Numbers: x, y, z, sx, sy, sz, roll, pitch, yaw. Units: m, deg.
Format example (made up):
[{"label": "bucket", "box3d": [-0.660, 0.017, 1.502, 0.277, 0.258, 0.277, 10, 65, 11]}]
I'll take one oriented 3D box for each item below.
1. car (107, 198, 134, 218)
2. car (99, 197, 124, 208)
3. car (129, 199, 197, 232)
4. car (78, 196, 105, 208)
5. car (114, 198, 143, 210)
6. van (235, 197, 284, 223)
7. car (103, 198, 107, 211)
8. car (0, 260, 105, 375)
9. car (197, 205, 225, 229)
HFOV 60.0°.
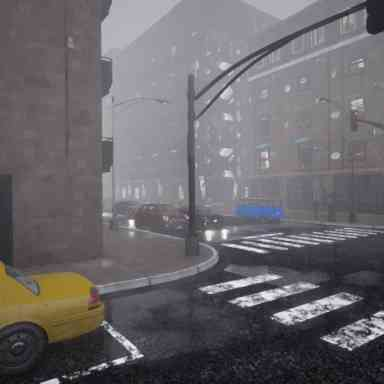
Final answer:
[{"label": "car", "box3d": [-5.604, 1.493, 29.650, 1.812, 1.442, 4.674, -1, 0, -36]}, {"label": "car", "box3d": [-11.626, 1.463, 47.852, 1.887, 1.381, 4.507, -1, 0, -36]}, {"label": "car", "box3d": [-1.834, 1.440, 20.021, 1.967, 1.590, 4.097, 0, 0, -36]}, {"label": "car", "box3d": [-14.270, 1.429, 46.997, 2.128, 1.511, 4.902, -1, 0, -36]}, {"label": "car", "box3d": [-8.308, 1.463, 43.265, 1.887, 1.381, 4.507, -1, 0, -36]}, {"label": "van", "box3d": [4.967, 1.280, 24.917, 1.690, 1.788, 3.998, 0, 0, -36]}, {"label": "car", "box3d": [-11.544, 1.452, 37.874, 2.128, 1.511, 4.902, -1, 0, -36]}, {"label": "car", "box3d": [-3.566, 1.525, 4.024, 4.829, 1.417, 1.752, 0, 0, -35]}, {"label": "car", "box3d": [0.231, 1.545, 21.584, 1.994, 1.385, 4.181, -1, 0, -36]}]
